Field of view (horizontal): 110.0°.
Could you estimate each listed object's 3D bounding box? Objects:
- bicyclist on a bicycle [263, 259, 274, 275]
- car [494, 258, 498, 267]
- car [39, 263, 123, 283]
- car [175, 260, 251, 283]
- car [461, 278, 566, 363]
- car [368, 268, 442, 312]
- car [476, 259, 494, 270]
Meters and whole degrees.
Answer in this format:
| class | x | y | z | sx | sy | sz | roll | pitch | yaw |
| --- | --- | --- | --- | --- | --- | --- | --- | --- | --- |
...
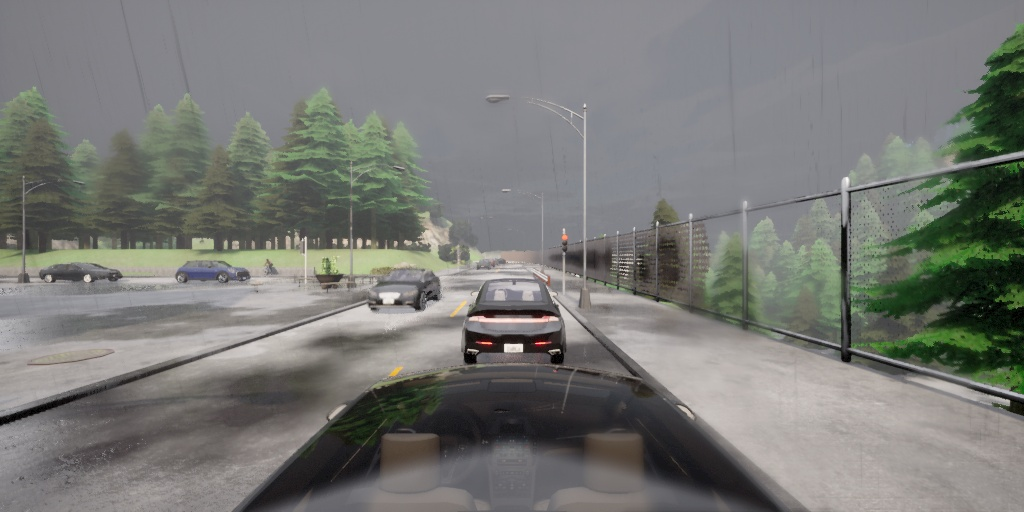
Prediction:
| class | x | y | z | sx | sy | sz | roll | pitch | yaw |
| --- | --- | --- | --- | --- | --- | --- | --- | --- | --- |
| bicyclist on a bicycle | -24.148 | 1.099 | 35.566 | 0.582 | 1.620 | 1.656 | 0 | 0 | 0 |
| car | -4.047 | 1.228 | 63.872 | 1.882 | 1.535 | 5.008 | 0 | 0 | 0 |
| car | -32.583 | 1.255 | 27.177 | 4.892 | 1.490 | 1.837 | 0 | 0 | 0 |
| car | -22.527 | 1.102 | 27.167 | 4.553 | 1.767 | 2.097 | 0 | 0 | 0 |
| car | 0.048 | 1.241 | 8.081 | 2.128 | 1.511 | 4.902 | 0 | 0 | 1 |
| car | -4.097 | 1.241 | 14.365 | 2.128 | 1.511 | 4.902 | 0 | 0 | 0 |
| car | -4.084 | 1.255 | 52.501 | 1.837 | 1.490 | 4.892 | 0 | 0 | 0 |
